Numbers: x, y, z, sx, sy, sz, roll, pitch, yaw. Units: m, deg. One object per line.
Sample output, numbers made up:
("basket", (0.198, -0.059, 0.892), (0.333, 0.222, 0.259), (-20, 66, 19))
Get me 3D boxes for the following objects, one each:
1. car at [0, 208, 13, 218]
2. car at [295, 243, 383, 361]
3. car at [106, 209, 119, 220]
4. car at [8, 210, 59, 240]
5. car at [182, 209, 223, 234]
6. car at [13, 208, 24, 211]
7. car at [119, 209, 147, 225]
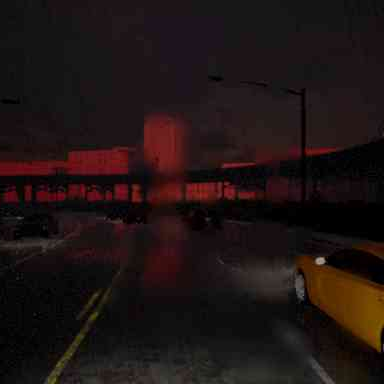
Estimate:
("car", (-30.770, 3.384, 52.772), (4.892, 1.490, 1.837), (-2, -2, 40))
("car", (3.284, 1.560, 5.405), (1.882, 1.535, 5.008), (0, -1, -3))
("car", (-9.762, 2.850, 43.009), (1.994, 1.385, 4.181), (0, -2, -26))
("car", (-9.632, 2.049, 20.921), (1.882, 1.535, 5.008), (0, -2, -13))
("car", (0.616, 1.964, 23.846), (2.097, 1.767, 4.553), (0, -2, -13))
("car", (-29.582, 3.463, 56.404), (4.892, 1.490, 1.837), (-2, -2, 40))
("car", (-5.820, 2.440, 33.648), (1.882, 1.535, 5.008), (0, -2, -19))
